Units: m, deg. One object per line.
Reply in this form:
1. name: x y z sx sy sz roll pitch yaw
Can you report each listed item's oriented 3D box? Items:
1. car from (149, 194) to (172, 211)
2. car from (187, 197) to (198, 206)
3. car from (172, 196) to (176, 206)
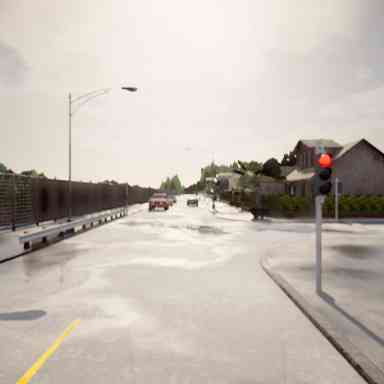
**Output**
1. car: -4.083 1.243 41.651 2.150 2.045 5.566 0 0 0
2. car: 0.105 1.520 55.990 2.128 1.511 4.902 0 0 0
3. car: -4.080 1.379 51.496 2.097 1.767 4.553 0 0 0
